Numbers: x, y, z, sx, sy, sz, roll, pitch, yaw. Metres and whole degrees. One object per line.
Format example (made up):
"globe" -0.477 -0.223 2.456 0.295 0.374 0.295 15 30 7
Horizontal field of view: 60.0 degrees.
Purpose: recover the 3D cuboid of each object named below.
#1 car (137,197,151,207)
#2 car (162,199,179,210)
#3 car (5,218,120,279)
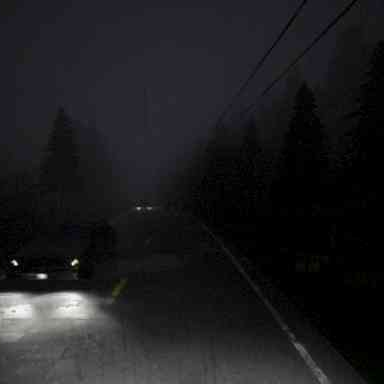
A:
"car" -7.256 1.471 50.892 1.882 1.535 5.008 0 0 -7
"car" -2.783 1.593 42.078 1.895 1.301 4.718 0 0 -7
"car" -3.524 1.548 10.285 2.033 1.411 5.357 0 0 -2
